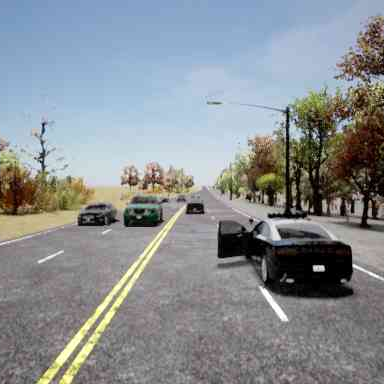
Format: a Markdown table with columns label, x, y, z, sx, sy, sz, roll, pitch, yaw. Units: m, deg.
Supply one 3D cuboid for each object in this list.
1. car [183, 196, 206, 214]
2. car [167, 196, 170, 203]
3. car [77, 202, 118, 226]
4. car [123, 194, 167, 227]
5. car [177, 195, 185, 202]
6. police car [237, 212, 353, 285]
| label | x | y | z | sx | sy | sz | roll | pitch | yaw |
| --- | --- | --- | --- | --- | --- | --- | --- | --- | --- |
| car | 0.349 | 1.442 | 35.186 | 1.837 | 1.490 | 4.892 | 0 | 0 | 1 |
| car | -5.518 | 1.451 | 65.482 | 1.895 | 1.301 | 4.718 | 0 | 0 | 2 |
| car | -6.477 | 1.466 | 23.239 | 1.837 | 1.490 | 4.892 | 0 | 0 | 1 |
| car | -3.228 | 1.184 | 23.056 | 2.150 | 2.045 | 5.566 | 0 | 0 | 0 |
| car | -2.121 | 1.358 | 69.432 | 1.837 | 1.490 | 4.892 | 0 | 0 | 2 |
| police car | 2.695 | 1.412 | 9.624 | 1.930 | 1.638 | 5.238 | 0 | 0 | 0 |
